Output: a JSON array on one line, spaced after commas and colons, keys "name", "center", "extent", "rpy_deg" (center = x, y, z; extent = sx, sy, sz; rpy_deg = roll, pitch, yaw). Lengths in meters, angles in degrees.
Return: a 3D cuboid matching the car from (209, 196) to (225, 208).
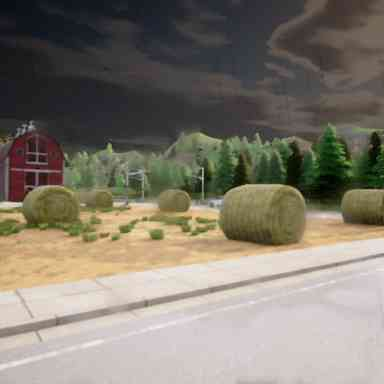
[{"name": "car", "center": [5.111, 1.651, 54.165], "extent": [2.150, 2.045, 5.566], "rpy_deg": [1, 0, -38]}]
